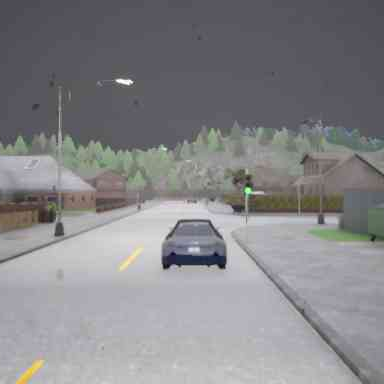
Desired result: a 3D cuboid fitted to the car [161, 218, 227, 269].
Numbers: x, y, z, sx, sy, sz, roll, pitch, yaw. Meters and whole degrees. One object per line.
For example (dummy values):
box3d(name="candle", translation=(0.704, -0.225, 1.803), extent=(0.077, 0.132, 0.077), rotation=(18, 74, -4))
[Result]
box3d(name="car", translation=(0.072, 1.583, 11.279), extent=(1.994, 1.385, 4.181), rotation=(0, 0, 0))

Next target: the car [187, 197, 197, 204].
box3d(name="car", translation=(-0.002, 1.628, 68.888), extent=(1.994, 1.385, 4.181), rotation=(0, 0, 0))
